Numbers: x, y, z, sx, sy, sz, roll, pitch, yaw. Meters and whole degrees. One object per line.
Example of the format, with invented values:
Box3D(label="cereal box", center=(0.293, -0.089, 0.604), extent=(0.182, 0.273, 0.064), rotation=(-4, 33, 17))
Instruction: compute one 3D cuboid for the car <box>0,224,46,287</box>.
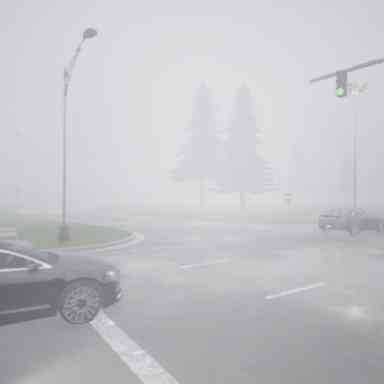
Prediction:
Box3D(label="car", center=(-6.209, 1.597, 7.915), extent=(4.718, 1.301, 1.895), rotation=(0, 0, -35))

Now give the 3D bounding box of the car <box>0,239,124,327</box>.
Box3D(label="car", center=(-3.583, 1.493, 5.490), extent=(4.902, 1.511, 2.128), rotation=(0, 0, -35))

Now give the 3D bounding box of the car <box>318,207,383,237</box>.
Box3D(label="car", center=(9.164, 1.622, 18.877), extent=(4.902, 1.511, 2.128), rotation=(0, 0, -35))
